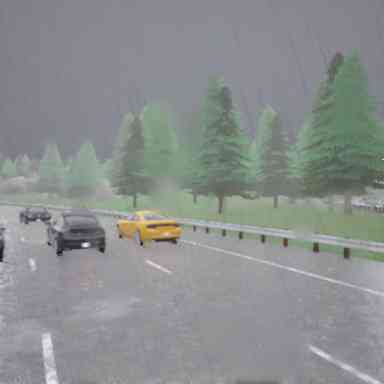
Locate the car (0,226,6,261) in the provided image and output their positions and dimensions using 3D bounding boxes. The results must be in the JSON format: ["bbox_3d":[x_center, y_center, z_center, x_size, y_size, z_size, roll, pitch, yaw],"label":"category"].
[{"bbox_3d":[-7.975,1.746,12.329,1.895,1.301,4.718,0,-1,-29],"label":"car"}]

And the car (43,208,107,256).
[{"bbox_3d":[-5.017,1.674,14.209,1.837,1.490,4.892,0,0,-29],"label":"car"}]

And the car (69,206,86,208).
[{"bbox_3d":[-10.252,1.912,29.691,1.994,1.385,4.181,0,-1,-33],"label":"car"}]

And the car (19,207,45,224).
[{"bbox_3d":[-13.087,1.924,27.639,1.895,1.301,4.718,0,-1,-33],"label":"car"}]

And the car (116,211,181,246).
[{"bbox_3d":[-2.302,1.672,16.526,1.882,1.535,5.008,0,0,-29],"label":"car"}]
